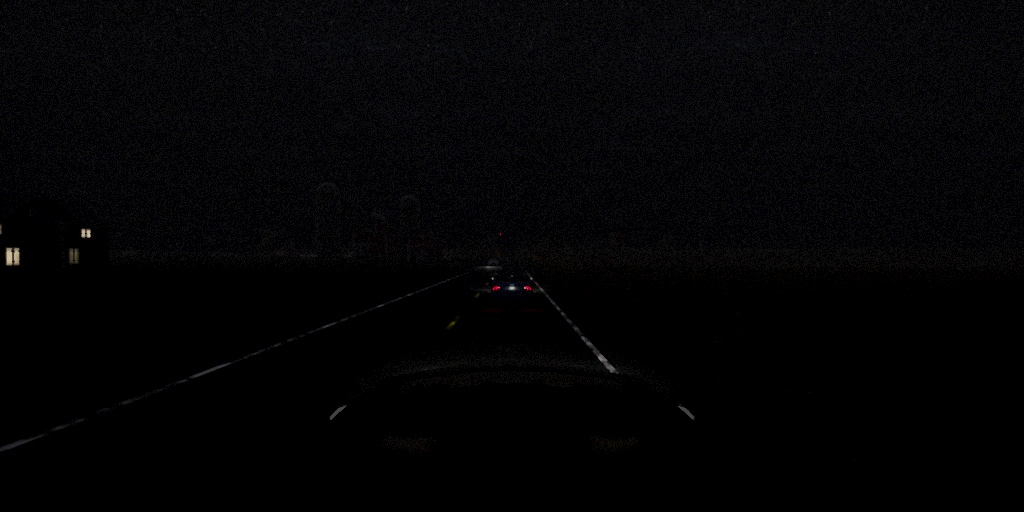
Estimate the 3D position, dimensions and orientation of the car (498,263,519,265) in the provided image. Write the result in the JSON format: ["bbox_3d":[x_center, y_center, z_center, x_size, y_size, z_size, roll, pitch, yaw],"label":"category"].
[{"bbox_3d":[0.000,1.352,31.532,1.895,1.301,4.718,0,0,0],"label":"car"}]

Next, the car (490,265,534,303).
[{"bbox_3d":[0.000,1.307,16.502,2.033,1.411,5.357,0,0,0],"label":"car"}]
